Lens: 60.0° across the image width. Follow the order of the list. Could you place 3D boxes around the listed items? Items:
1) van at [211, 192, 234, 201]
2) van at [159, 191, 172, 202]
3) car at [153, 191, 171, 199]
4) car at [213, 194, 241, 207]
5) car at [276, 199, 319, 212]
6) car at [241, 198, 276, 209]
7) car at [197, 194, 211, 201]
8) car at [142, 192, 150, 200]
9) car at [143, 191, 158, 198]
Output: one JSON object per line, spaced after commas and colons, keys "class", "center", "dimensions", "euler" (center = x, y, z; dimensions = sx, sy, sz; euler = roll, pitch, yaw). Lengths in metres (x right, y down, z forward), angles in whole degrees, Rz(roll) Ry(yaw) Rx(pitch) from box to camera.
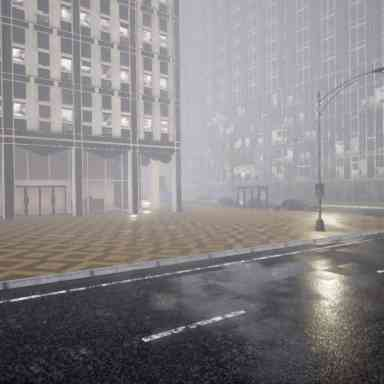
{"class": "van", "center": [5.803, 0.855, 59.439], "dimensions": [1.690, 1.788, 3.998], "euler": [0, 1, -34]}
{"class": "van", "center": [-4.322, 0.937, 59.383], "dimensions": [1.690, 1.788, 3.998], "euler": [0, 1, -34]}
{"class": "car", "center": [-7.066, 0.615, 78.181], "dimensions": [2.192, 1.841, 5.009], "euler": [0, 1, -34]}
{"class": "car", "center": [5.284, 1.319, 45.301], "dimensions": [1.947, 1.339, 4.313], "euler": [0, 1, -34]}
{"class": "car", "center": [11.657, 1.424, 35.886], "dimensions": [1.947, 1.339, 4.313], "euler": [0, 1, -34]}
{"class": "car", "center": [8.453, 1.388, 40.583], "dimensions": [1.802, 1.307, 4.206], "euler": [0, 1, -34]}
{"class": "car", "center": [2.586, 1.043, 64.128], "dimensions": [1.802, 1.307, 4.206], "euler": [0, 1, -34]}
{"class": "car", "center": [-10.757, 1.040, 68.756], "dimensions": [2.008, 1.369, 4.403], "euler": [0, 1, -34]}
{"class": "car", "center": [-10.283, 0.686, 82.867], "dimensions": [1.967, 1.590, 4.097], "euler": [0, 1, -34]}
